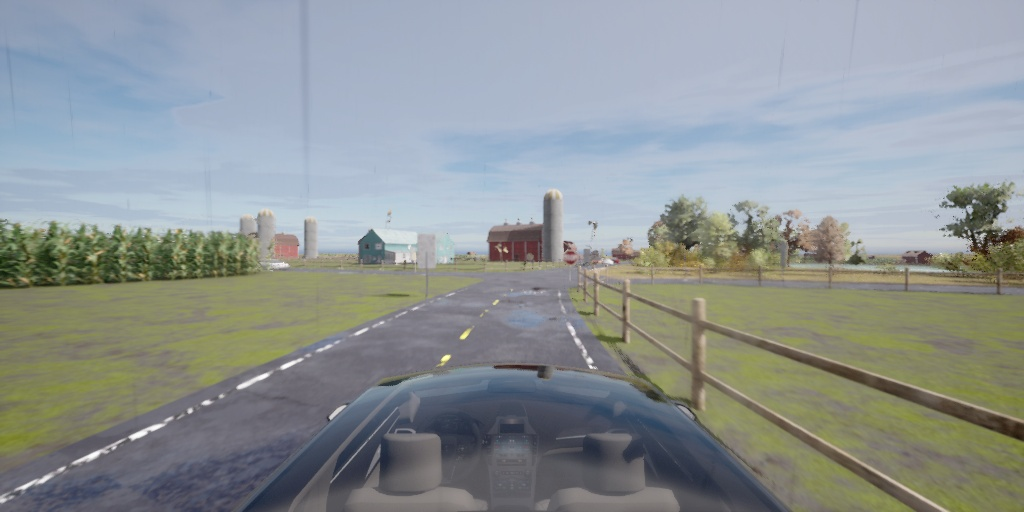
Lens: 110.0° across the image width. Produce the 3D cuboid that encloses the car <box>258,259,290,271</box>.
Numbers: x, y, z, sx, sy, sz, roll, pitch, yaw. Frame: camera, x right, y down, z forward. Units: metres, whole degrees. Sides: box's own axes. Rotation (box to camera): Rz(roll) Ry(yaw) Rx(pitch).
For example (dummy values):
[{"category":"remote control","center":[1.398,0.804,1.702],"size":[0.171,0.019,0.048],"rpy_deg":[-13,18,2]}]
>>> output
[{"category":"car","center":[-31.661,1.156,47.683],"size":[4.674,1.442,1.812],"rpy_deg":[0,1,24]}]
